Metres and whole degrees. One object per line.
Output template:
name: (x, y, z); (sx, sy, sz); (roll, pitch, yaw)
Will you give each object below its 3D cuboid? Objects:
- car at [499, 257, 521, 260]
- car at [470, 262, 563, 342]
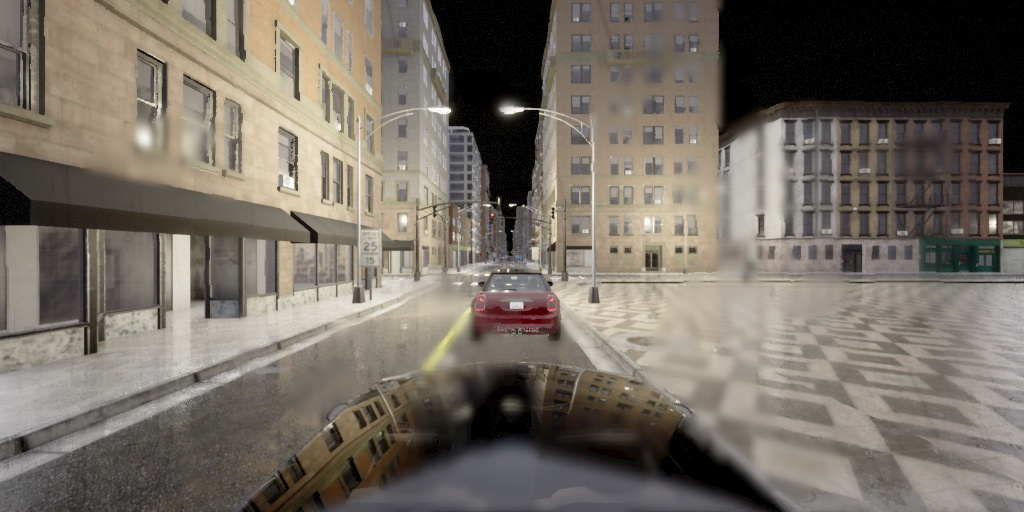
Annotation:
car: (0.054, 1.100, 19.772); (2.097, 1.767, 4.553); (0, 0, -1)
car: (0.104, 1.101, 9.956); (2.097, 1.767, 4.553); (0, 0, 0)
